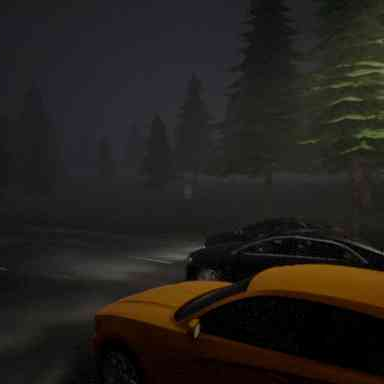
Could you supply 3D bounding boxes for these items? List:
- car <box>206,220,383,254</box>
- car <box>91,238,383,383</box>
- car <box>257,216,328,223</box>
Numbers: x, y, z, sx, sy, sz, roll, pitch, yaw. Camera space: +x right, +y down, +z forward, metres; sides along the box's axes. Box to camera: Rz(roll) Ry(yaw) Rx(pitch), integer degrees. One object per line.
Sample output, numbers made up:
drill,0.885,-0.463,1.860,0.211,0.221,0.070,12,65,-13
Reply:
car,2.081,1.508,6.807,4.902,1.511,2.128,-1,0,36
car,1.113,1.485,3.198,5.008,1.535,1.882,-1,0,36
car,2.654,1.535,10.698,4.892,1.490,1.837,-2,-1,35
